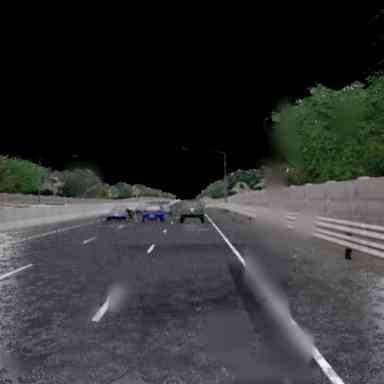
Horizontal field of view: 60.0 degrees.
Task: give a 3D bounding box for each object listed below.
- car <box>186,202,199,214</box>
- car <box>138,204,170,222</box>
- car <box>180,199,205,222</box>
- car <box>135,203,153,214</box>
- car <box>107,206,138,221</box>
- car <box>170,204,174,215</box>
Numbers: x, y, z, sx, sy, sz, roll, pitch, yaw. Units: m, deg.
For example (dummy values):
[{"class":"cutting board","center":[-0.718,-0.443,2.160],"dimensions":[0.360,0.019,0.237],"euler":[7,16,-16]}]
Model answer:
[{"class":"car","center":[0.098,2.268,47.795],"dimensions":[1.882,1.535,5.008],"euler":[0,-1,0]},{"class":"car","center":[-3.467,1.951,31.335],"dimensions":[1.882,1.535,5.008],"euler":[0,-1,0]},{"class":"car","center":[0.028,1.687,30.877],"dimensions":[2.150,2.045,5.566],"euler":[0,-1,0]},{"class":"car","center":[-6.899,2.365,48.189],"dimensions":[1.994,1.385,4.181],"euler":[0,-1,0]},{"class":"car","center":[-6.955,2.066,32.802],"dimensions":[1.994,1.385,4.181],"euler":[0,-1,1]},{"class":"car","center":[-3.435,2.259,43.778],"dimensions":[2.033,1.411,5.357],"euler":[0,-1,1]}]
